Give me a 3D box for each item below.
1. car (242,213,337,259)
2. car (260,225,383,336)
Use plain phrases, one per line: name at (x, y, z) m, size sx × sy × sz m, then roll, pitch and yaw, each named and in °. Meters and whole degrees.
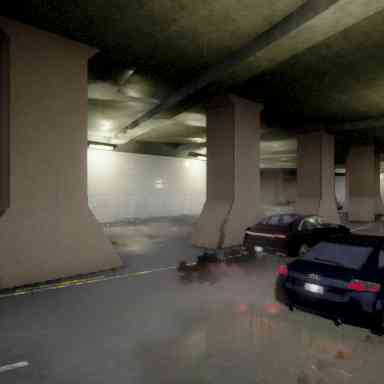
car at (3.805, 1.491, 11.591) m, size 4.902 × 1.511 × 2.128 m, roll 0°, pitch 0°, yaw -42°
car at (3.556, 1.564, 6.788) m, size 4.181 × 1.385 × 1.994 m, roll 0°, pitch 0°, yaw -40°
